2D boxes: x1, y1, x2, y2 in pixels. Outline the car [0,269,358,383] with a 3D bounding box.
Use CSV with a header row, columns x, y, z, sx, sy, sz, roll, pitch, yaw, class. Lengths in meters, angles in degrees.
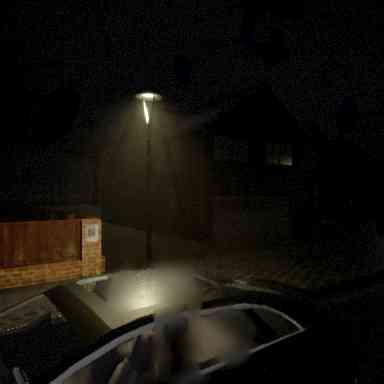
x,y,z,sx,sy,sz,roll,pitch,yaw,class
-0.679,1.491,2.550,4.902,1.511,2.128,0,0,-35,car
